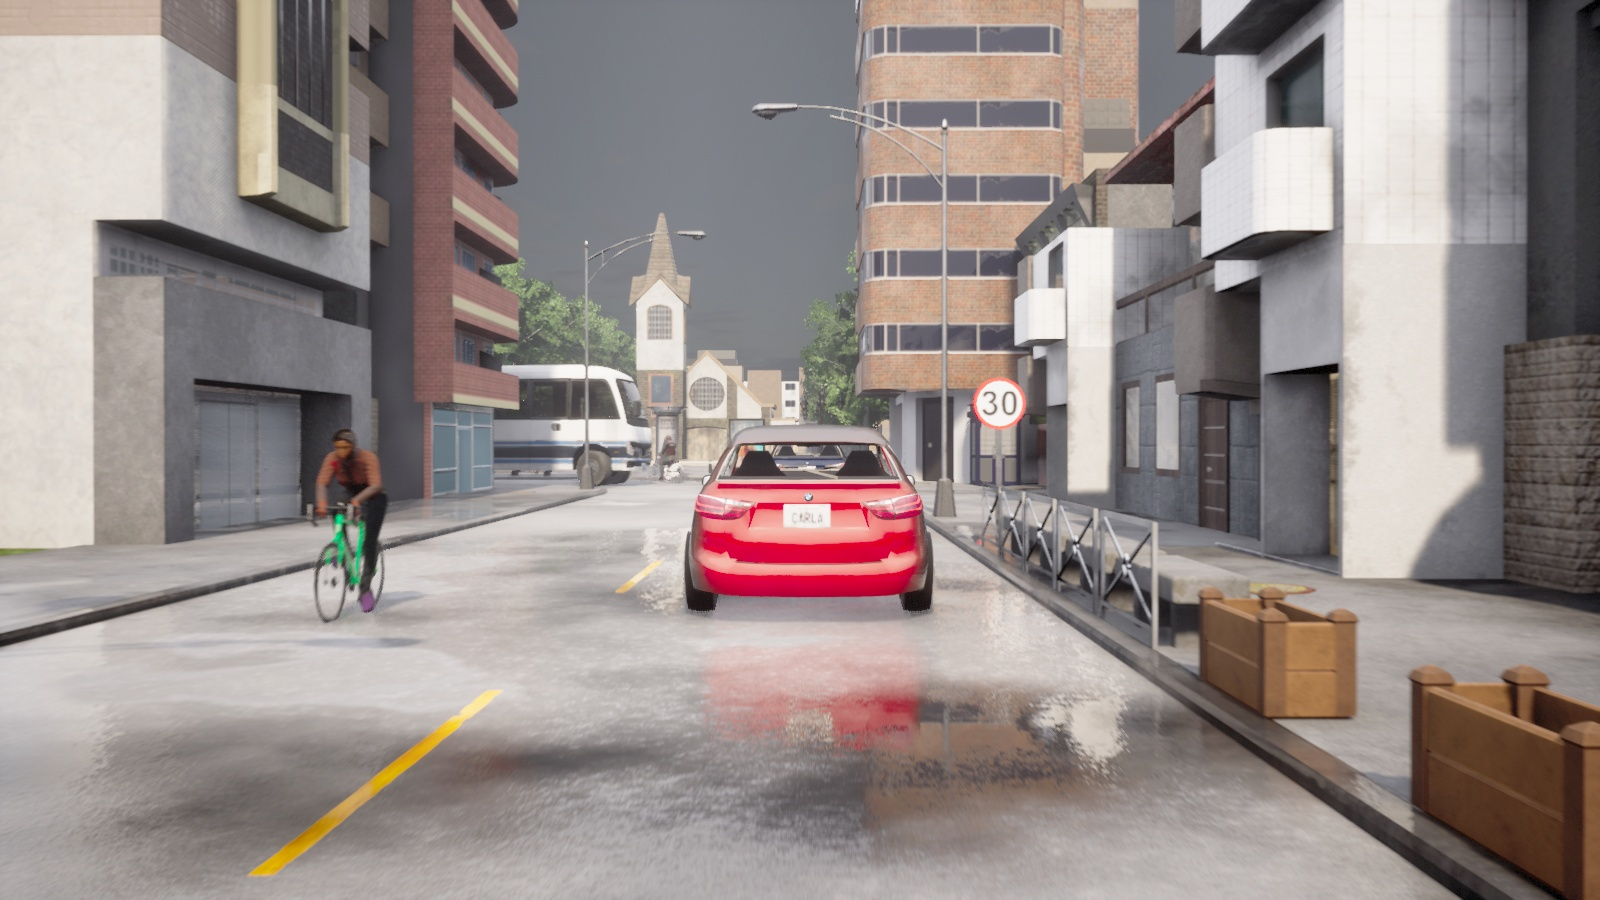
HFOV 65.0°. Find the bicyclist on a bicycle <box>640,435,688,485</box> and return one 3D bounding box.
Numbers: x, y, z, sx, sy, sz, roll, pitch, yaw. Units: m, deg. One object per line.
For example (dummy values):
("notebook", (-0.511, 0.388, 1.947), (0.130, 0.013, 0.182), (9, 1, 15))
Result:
("bicyclist on a bicycle", (-5.031, 0.354, 46.400), (1.843, 1.776, 0.659), (1, 2, 40))

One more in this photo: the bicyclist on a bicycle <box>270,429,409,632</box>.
("bicyclist on a bicycle", (-3.924, 0.635, 10.829), (0.582, 1.620, 1.656), (0, 1, 0))

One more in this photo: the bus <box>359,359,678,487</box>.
("bus", (-9.788, -0.888, 44.451), (10.273, 4.253, 3.944), (0, -1, 7))

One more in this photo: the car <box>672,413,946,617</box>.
("car", (0.085, 0.520, 12.576), (2.242, 1.667, 4.611), (0, 0, 0))
